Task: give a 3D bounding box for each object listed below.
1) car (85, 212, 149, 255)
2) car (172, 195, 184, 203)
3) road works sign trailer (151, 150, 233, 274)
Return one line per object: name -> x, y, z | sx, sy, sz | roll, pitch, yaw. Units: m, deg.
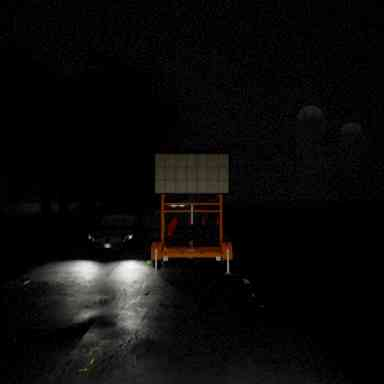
car -> -2.852, 1.553, 13.552 | 1.812, 1.442, 4.674 | 0, 0, 0
car -> -2.756, 1.565, 66.445 | 2.150, 2.045, 5.566 | 0, -1, 0
road works sign trailer -> -0.001, 0.481, 10.567 | 2.380, 3.560, 2.880 | 0, 0, 0
